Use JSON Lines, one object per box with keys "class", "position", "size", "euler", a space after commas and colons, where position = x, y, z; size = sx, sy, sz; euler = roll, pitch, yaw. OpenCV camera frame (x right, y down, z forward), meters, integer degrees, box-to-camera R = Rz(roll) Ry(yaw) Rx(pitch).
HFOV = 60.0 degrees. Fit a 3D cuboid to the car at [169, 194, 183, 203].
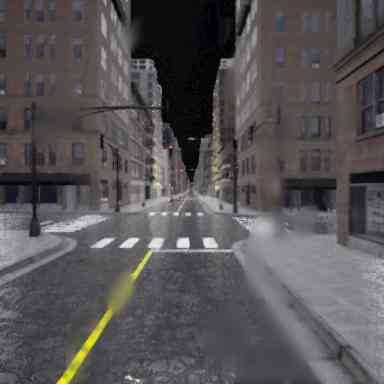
{"class": "car", "position": [-2.993, 1.265, 59.398], "size": [1.812, 1.442, 4.674], "euler": [0, 2, 0]}
